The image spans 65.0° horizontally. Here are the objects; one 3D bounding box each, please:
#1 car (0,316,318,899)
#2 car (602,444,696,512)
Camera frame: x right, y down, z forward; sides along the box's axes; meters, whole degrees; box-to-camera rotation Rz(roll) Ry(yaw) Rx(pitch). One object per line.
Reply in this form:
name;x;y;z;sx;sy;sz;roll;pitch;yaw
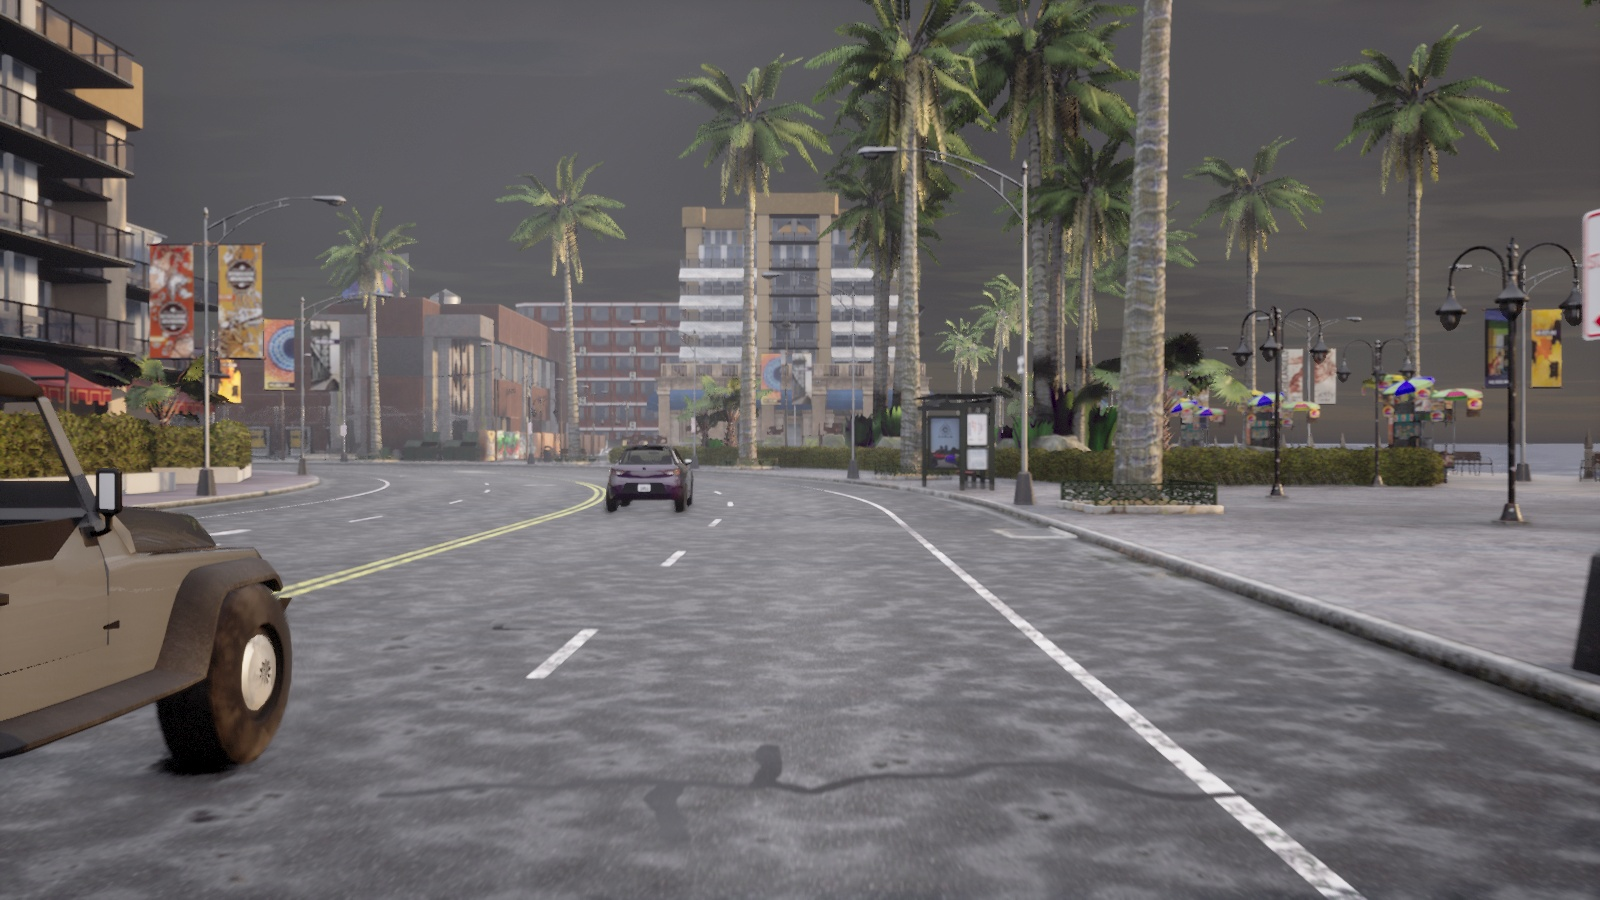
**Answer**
car;-3.459;0.515;4.573;1.905;1.878;3.866;0;0;0
car;-3.439;0.597;29.216;1.816;1.474;4.193;0;0;-2
